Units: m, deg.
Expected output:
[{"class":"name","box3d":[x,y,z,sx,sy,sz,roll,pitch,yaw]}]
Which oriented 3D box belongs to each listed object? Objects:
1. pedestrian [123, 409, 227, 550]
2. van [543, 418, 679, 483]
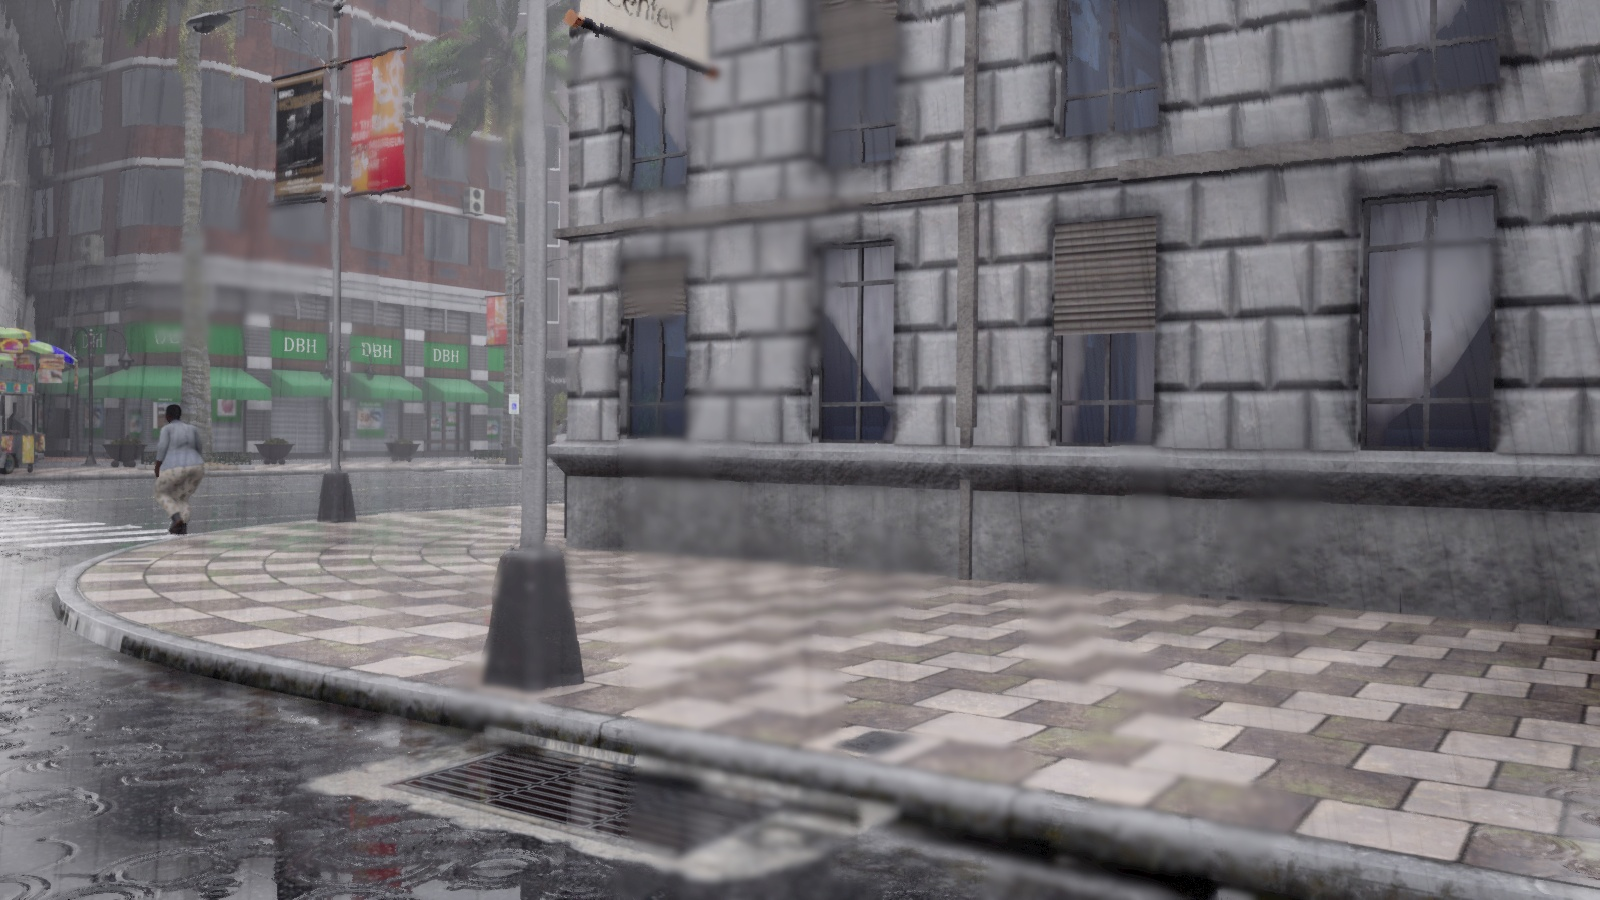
[{"class":"pedestrian","box3d":[-8.492,0.382,17.077,0.900,1.855,0.874,0,1,29]},{"class":"van","box3d":[-6.022,-0.014,40.475,1.775,1.987,4.442,0,1,34]}]
